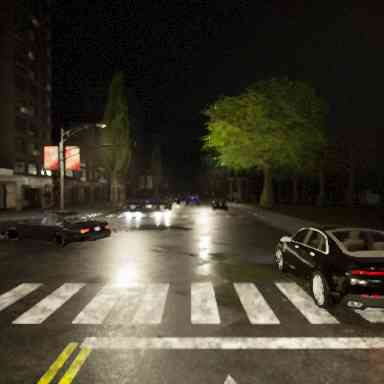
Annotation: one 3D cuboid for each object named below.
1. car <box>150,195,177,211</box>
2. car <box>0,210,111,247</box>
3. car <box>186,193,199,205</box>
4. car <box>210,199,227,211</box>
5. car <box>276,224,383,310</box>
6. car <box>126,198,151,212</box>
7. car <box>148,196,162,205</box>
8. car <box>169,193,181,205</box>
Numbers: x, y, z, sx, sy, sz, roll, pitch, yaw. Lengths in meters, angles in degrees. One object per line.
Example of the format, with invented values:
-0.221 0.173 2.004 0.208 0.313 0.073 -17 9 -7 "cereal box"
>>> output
-3.338 1.491 39.816 2.128 1.511 4.902 0 0 0 "car"
-6.153 1.530 14.848 5.357 1.411 2.033 1 2 27 "car"
0.099 1.242 61.342 2.150 2.045 5.566 0 0 0 "car"
3.348 1.548 41.598 2.033 1.411 5.357 0 0 0 "car"
3.349 1.506 7.824 1.837 1.490 4.892 0 0 0 "car"
-6.588 1.491 39.491 2.128 1.511 4.902 0 0 0 "car"
-6.517 1.495 59.184 1.882 1.535 5.008 0 0 0 "car"
-3.261 1.242 60.202 2.150 2.045 5.566 0 0 0 "car"
